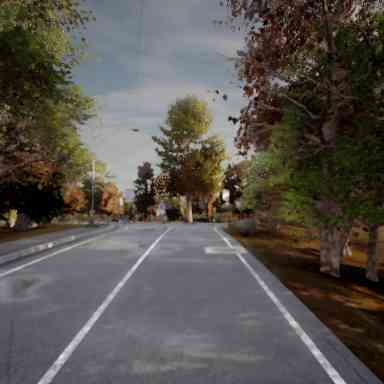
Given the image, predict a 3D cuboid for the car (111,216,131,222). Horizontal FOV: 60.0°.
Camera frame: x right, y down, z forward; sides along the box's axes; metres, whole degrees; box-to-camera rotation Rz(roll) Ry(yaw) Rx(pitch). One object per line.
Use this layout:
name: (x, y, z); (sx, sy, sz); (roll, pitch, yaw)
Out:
car: (-14.952, 5.734, 70.190); (1.994, 1.385, 4.181); (-5, -5, 44)

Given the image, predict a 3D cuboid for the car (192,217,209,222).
car: (1.321, 6.194, 74.594); (4.718, 1.301, 1.895); (-1, -5, 16)
